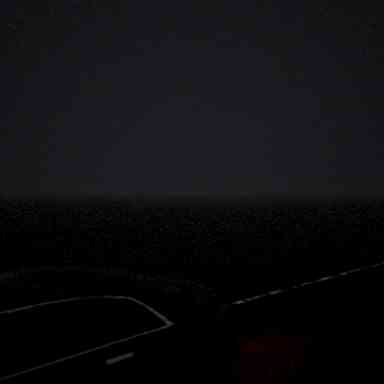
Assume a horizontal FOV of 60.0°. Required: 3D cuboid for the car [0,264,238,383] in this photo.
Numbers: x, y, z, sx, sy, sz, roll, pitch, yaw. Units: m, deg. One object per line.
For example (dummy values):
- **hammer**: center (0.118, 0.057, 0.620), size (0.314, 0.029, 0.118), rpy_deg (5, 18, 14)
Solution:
- **car**: center (-1.800, 1.505, 2.708), size (4.892, 1.490, 1.837), rpy_deg (0, 0, -35)
